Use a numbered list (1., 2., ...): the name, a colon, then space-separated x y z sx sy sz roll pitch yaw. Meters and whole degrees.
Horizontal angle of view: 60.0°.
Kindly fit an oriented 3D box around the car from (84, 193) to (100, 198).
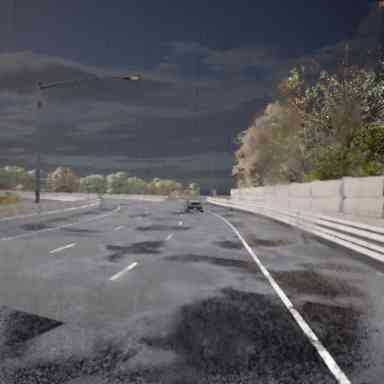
1. car: -25.541 1.105 86.471 2.033 1.411 5.357 1 0 -36

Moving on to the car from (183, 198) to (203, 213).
1. car: 0.084 1.508 37.989 1.837 1.490 4.892 1 0 -6
